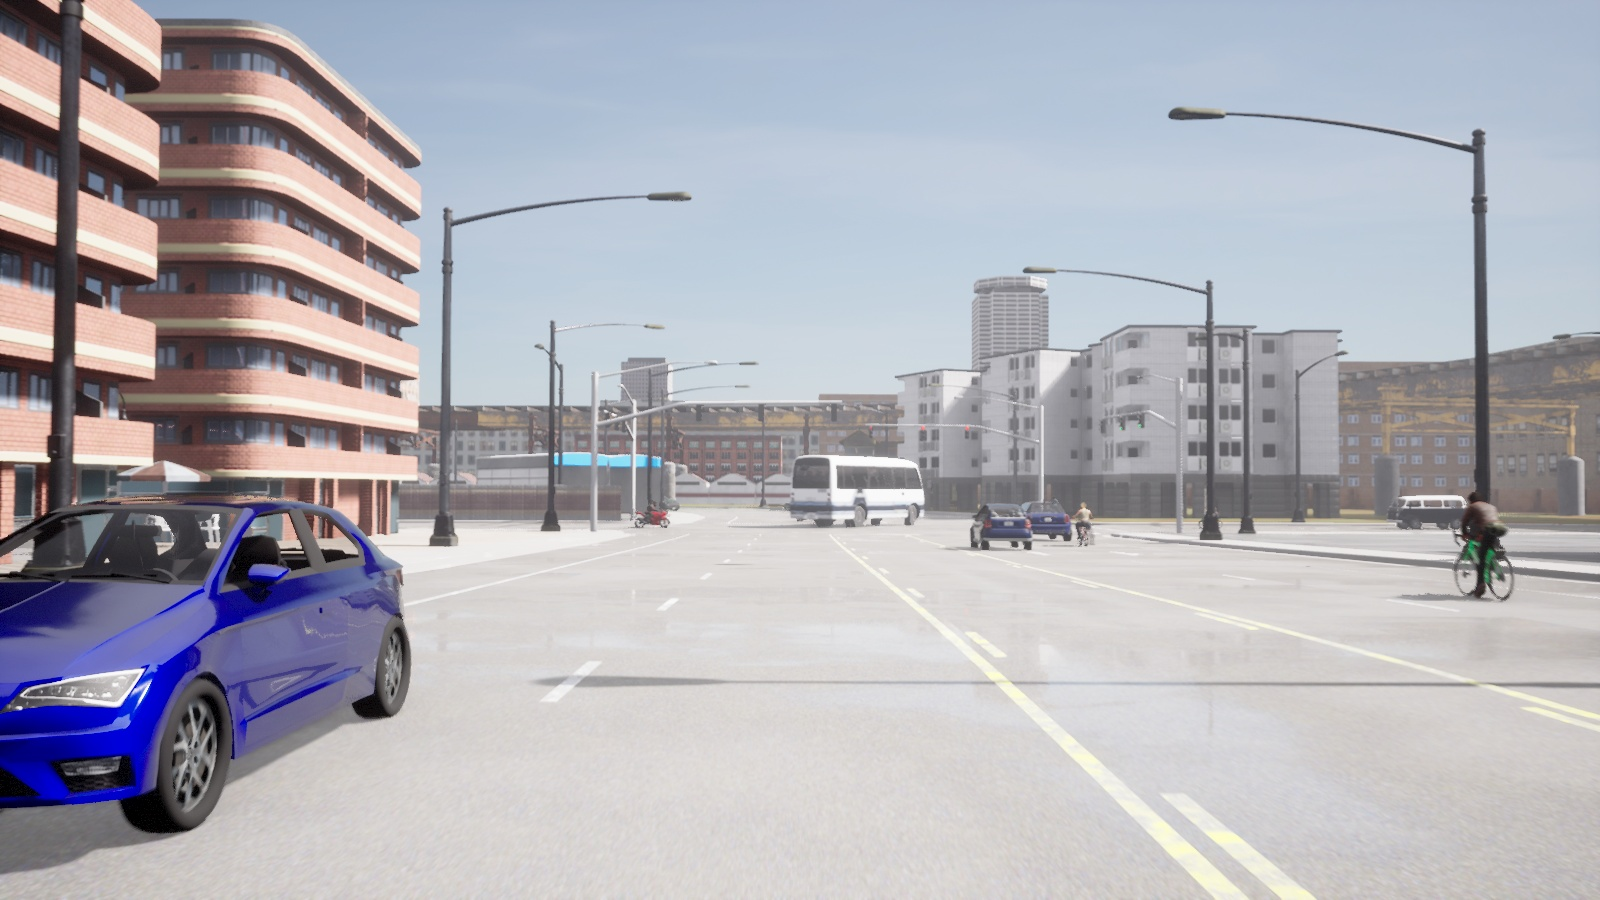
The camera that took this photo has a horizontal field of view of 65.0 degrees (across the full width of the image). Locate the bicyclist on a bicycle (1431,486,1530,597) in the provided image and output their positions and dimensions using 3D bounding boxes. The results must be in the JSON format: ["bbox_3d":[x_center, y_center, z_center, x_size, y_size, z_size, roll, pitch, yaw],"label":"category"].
[{"bbox_3d":[10.455,1.393,19.362,0.582,1.620,1.656,0,-3,0],"label":"bicyclist on a bicycle"}]

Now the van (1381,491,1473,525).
[{"bbox_3d":[37.810,3.493,75.779,4.480,2.038,2.069,0,-2,-1],"label":"van"}]

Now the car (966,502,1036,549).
[{"bbox_3d":[6.901,2.593,43.408,1.789,1.549,3.705,0,-3,0],"label":"car"}]

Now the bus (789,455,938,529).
[{"bbox_3d":[4.080,2.562,77.546,3.944,4.253,10.273,-1,-2,39],"label":"bus"}]

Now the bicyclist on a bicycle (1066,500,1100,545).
[{"bbox_3d":[10.405,2.667,46.168,0.866,1.612,1.509,0,-3,-1],"label":"bicyclist on a bicycle"}]

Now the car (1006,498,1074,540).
[{"bbox_3d":[10.375,2.967,54.634,2.097,1.767,4.553,0,-2,0],"label":"car"}]

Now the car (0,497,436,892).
[{"bbox_3d":[-3.516,1.017,6.913,1.816,1.474,4.193,0,-2,0],"label":"car"}]

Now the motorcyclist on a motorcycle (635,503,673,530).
[{"bbox_3d":[-8.260,3.774,71.247,2.044,1.523,0.797,-1,-2,-1],"label":"motorcyclist on a motorcycle"}]
